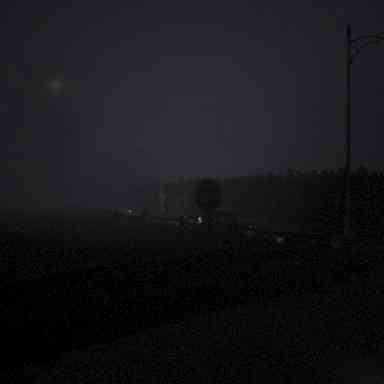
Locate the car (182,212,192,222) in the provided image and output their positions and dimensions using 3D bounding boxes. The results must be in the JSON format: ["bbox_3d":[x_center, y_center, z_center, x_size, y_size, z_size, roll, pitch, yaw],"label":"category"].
[{"bbox_3d":[1.058,1.903,26.088,1.895,1.301,4.718,1,-1,-33],"label":"car"}]

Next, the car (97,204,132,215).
[{"bbox_3d":[-7.715,1.897,32.881,1.895,1.301,4.718,1,0,-35],"label":"car"}]

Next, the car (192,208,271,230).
[{"bbox_3d":[2.283,1.727,18.898,1.837,1.490,4.892,1,-1,-35],"label":"car"}]
